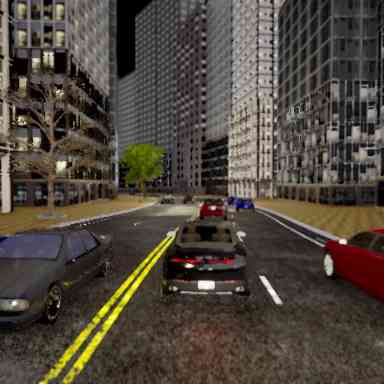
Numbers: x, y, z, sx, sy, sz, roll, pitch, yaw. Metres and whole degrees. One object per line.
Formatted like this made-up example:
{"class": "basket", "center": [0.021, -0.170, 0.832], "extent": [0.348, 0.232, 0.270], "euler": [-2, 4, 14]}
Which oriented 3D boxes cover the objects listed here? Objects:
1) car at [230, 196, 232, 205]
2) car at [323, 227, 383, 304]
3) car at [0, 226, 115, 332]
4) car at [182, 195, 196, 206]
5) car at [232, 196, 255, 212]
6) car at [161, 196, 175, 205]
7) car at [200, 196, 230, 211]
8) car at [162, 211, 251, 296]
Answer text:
{"class": "car", "center": [6.040, 1.317, 48.782], "extent": [1.812, 1.442, 4.674], "euler": [0, 0, 0]}
{"class": "car", "center": [4.357, 1.459, 6.904], "extent": [1.882, 1.535, 5.008], "euler": [0, 0, 2]}
{"class": "car", "center": [-3.161, 1.508, 7.315], "extent": [2.033, 1.411, 5.357], "euler": [0, 0, 2]}
{"class": "car", "center": [-0.479, 1.273, 51.286], "extent": [1.837, 1.490, 4.892], "euler": [0, 0, 0]}
{"class": "car", "center": [5.744, 1.329, 36.717], "extent": [1.882, 1.535, 5.008], "euler": [0, 0, 4]}
{"class": "car", "center": [-3.731, 1.323, 51.724], "extent": [1.994, 1.385, 4.181], "euler": [0, 0, 0]}
{"class": "car", "center": [1.770, 1.238, 26.773], "extent": [2.097, 1.767, 4.553], "euler": [0, 0, 5]}
{"class": "car", "center": [0.367, 1.468, 8.588], "extent": [1.837, 1.490, 4.892], "euler": [0, 0, 2]}
